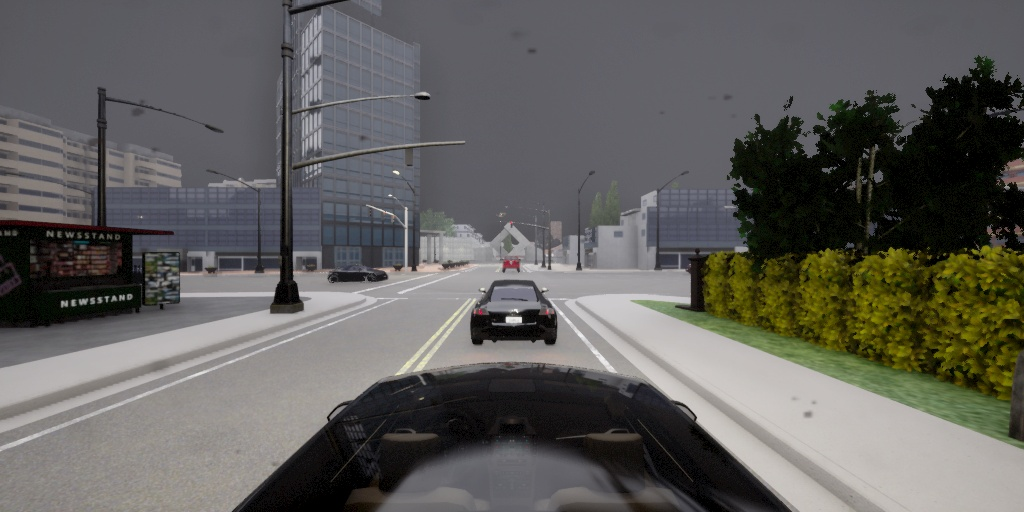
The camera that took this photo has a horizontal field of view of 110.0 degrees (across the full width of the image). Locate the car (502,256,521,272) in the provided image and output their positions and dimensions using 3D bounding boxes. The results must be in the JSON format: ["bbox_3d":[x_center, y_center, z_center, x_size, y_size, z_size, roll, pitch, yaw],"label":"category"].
[{"bbox_3d":[-0.106,0.970,47.245,2.150,2.045,5.566,0,0,0],"label":"car"}]

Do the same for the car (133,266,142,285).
[{"bbox_3d":[-28.001,1.487,26.997,4.902,1.511,2.128,-1,0,-1],"label":"car"}]

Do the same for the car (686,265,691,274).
[{"bbox_3d":[21.195,1.177,38.302,5.008,1.535,1.882,0,0,-1],"label":"car"}]

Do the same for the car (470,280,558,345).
[{"bbox_3d":[0.044,1.314,9.553,1.994,1.385,4.181,0,0,0],"label":"car"}]

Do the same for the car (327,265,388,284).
[{"bbox_3d":[-11.668,1.374,27.239,4.181,1.385,1.994,-1,0,-1],"label":"car"}]
